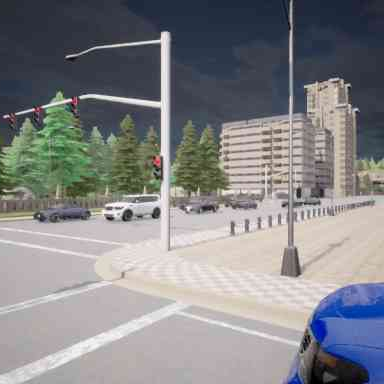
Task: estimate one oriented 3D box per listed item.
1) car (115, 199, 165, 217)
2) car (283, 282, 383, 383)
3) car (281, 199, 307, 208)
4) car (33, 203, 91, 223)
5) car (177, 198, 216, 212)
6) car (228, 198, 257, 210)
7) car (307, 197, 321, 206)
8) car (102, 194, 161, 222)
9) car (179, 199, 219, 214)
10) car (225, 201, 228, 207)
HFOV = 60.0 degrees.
[{"bbox_3d":[-5.012,1.491,32.758,2.128,1.511,4.902,0,0,35],"label":"car"},{"bbox_3d":[3.316,1.221,1.601,5.566,2.045,2.150,0,0,36],"label":"car"},{"bbox_3d":[14.411,1.601,47.597,1.895,1.301,4.718,0,0,35],"label":"car"},{"bbox_3d":[-9.977,1.564,25.799,1.994,1.385,4.181,0,0,36],"label":"car"},{"bbox_3d":[0.665,1.547,40.714,2.033,1.411,5.357,0,0,36],"label":"car"},{"bbox_3d":[6.909,1.564,43.412,1.994,1.385,4.181,0,0,36],"label":"car"},{"bbox_3d":[20.195,1.564,55.706,1.994,1.385,4.181,0,0,35],"label":"car"},{"bbox_3d":[-4.683,1.221,27.192,2.150,2.045,5.566,0,0,35],"label":"car"},{"bbox_3d":[1.082,1.492,35.271,2.128,1.511,4.902,0,0,36],"label":"car"},{"bbox_3d":[6.491,1.564,48.822,1.994,1.385,4.181,0,0,36],"label":"car"}]
